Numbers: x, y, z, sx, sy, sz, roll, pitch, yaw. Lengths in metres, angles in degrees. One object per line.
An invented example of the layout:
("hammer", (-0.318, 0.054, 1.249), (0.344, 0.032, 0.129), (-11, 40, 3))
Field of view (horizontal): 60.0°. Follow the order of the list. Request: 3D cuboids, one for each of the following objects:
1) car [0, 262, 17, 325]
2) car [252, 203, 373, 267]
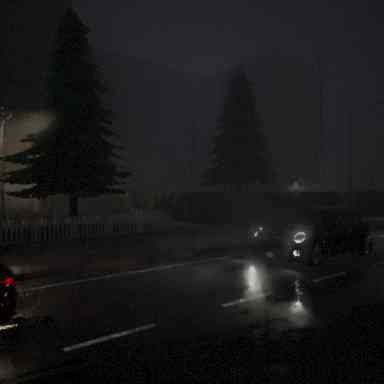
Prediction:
("car", (-4.907, 1.573, 4.845), (4.181, 1.385, 1.994), (0, 0, -34))
("car", (4.159, 1.296, 11.358), (4.553, 1.767, 2.097), (0, 0, -36))
